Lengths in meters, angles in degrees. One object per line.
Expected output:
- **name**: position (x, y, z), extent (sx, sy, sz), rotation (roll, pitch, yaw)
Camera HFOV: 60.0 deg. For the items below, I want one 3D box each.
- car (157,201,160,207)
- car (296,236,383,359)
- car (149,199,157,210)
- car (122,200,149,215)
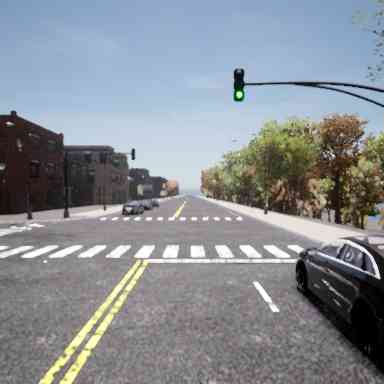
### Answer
- **car**: position (-6.726, 1.947, 57.602), extent (1.994, 1.385, 4.181), rotation (0, 0, 1)
- **car**: position (3.338, 1.532, 5.994), extent (2.128, 1.511, 4.902), rotation (0, 0, 1)
- **car**: position (-6.702, 1.864, 47.623), extent (2.033, 1.411, 5.357), rotation (0, 0, 0)
- **car**: position (-6.651, 1.742, 37.808), extent (2.128, 1.511, 4.902), rotation (0, 0, 2)
